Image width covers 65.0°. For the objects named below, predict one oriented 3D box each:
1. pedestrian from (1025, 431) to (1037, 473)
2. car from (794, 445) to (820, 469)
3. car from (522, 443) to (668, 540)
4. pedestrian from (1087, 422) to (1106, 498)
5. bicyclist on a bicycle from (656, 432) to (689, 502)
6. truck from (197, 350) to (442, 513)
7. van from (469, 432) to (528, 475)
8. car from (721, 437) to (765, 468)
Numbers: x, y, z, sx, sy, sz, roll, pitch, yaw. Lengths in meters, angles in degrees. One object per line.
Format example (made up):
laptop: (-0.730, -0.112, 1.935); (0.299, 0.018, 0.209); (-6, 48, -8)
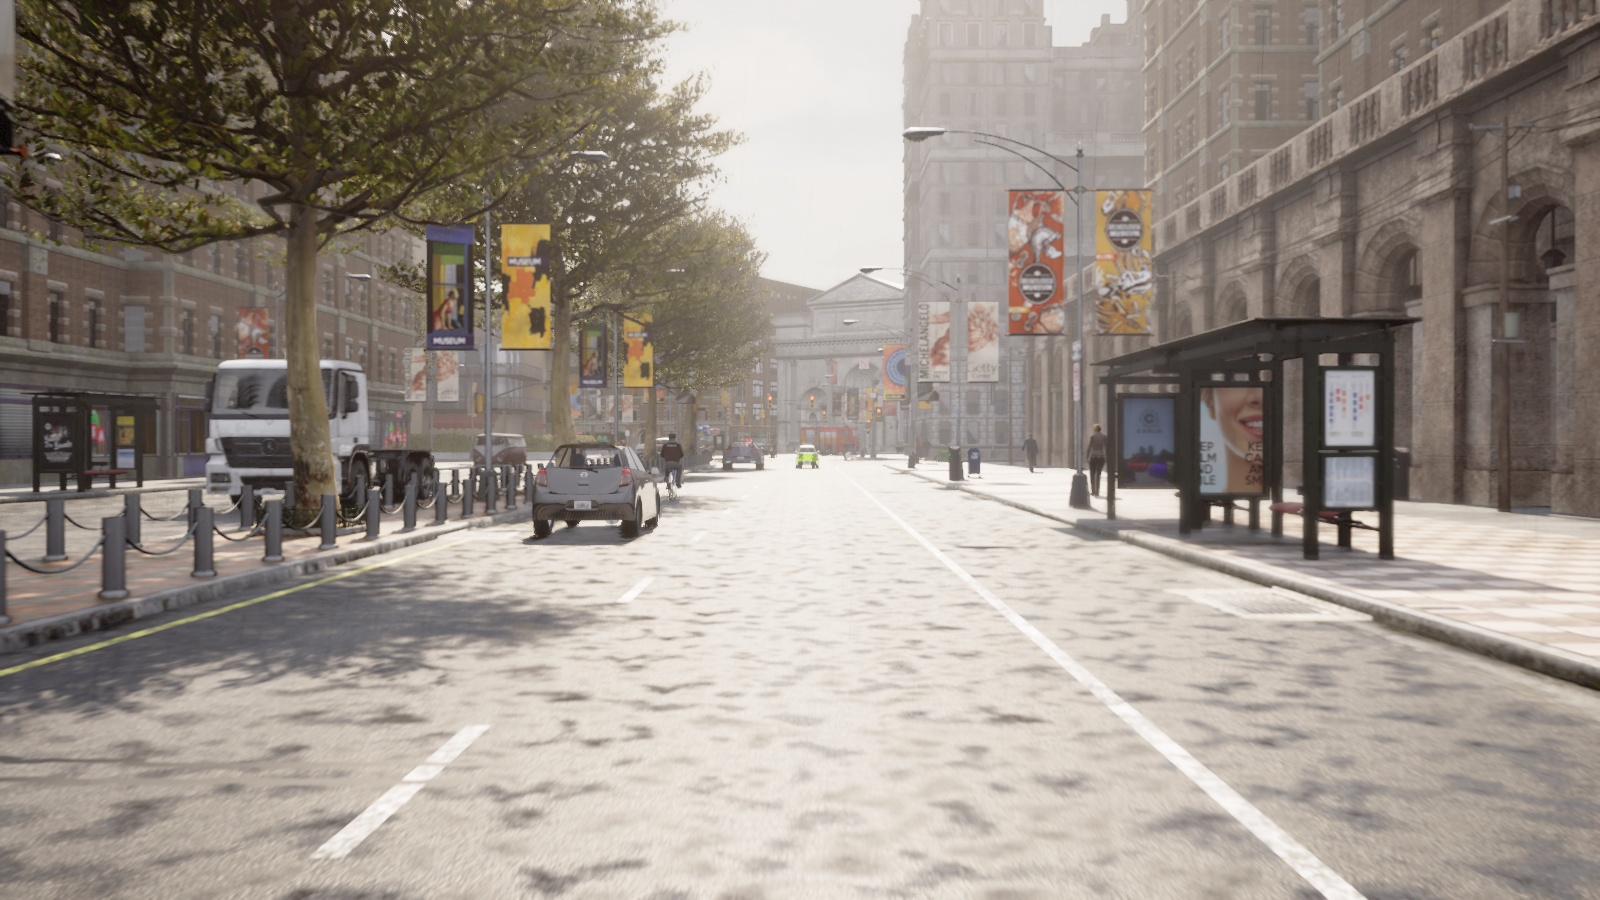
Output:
pedestrian: (10.384, 0.093, 56.382); (0.402, 1.842, 0.726); (0, 0, 0)
car: (0.419, 0.388, 73.375); (1.481, 1.376, 2.207); (0, 1, 1)
car: (-3.365, 0.638, 21.251); (1.845, 1.501, 3.633); (0, 0, 0)
pedestrian: (7.284, 0.235, 30.854); (0.331, 1.846, 0.634); (0, 0, 3)
bicyclist on a bicycle: (-3.300, 0.430, 32.711); (0.659, 1.776, 1.843); (0, 1, 0)
truck: (-11.312, -0.417, 30.561); (2.891, 3.462, 7.936); (0, 0, 0)
van: (-14.639, 0.143, 61.124); (1.775, 1.987, 4.442); (0, 0, 0)
car: (-3.164, 0.125, 70.464); (2.152, 1.651, 5.027); (0, 0, 1)
